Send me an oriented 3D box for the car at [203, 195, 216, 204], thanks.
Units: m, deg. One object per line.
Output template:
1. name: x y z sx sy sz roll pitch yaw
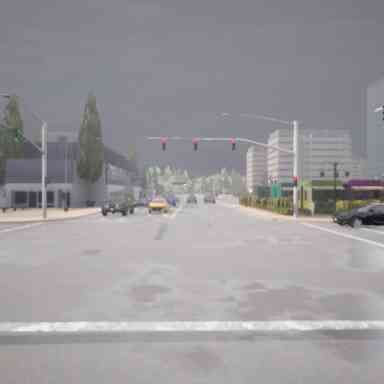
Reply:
1. car: 3.499 1.486 63.980 2.128 1.511 4.902 0 0 0

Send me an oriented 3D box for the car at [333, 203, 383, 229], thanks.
1. car: 11.641 1.476 21.226 5.008 1.535 1.882 0 0 -1

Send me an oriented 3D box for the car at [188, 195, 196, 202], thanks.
1. car: -0.001 1.367 74.253 1.837 1.490 4.892 0 0 0

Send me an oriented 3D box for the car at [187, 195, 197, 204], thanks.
1. car: -0.001 1.486 63.980 2.128 1.511 4.902 0 0 0

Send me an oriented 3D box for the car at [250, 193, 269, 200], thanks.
1. car: 17.768 1.147 87.148 4.605 1.855 1.932 0 0 -2

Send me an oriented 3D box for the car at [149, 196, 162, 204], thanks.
1. car: -7.031 1.472 64.605 1.882 1.535 5.008 0 0 1

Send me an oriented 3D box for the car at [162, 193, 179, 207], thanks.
1. car: -3.587 1.210 50.632 2.150 2.045 5.566 0 1 0

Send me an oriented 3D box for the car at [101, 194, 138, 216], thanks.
1. car: -7.120 1.219 32.488 2.150 2.045 5.566 0 0 1

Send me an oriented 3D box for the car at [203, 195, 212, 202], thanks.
1. car: 3.499 1.391 74.255 1.812 1.442 4.674 0 0 0

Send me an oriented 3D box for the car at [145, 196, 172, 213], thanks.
1. car: -3.592 1.475 36.416 1.882 1.535 5.008 0 0 0

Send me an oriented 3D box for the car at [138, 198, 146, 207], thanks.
1. car: -7.087 1.560 47.738 1.994 1.385 4.181 0 0 0

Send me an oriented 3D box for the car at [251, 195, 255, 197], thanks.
1. car: 17.788 1.150 84.253 3.866 1.878 1.905 0 0 -2
